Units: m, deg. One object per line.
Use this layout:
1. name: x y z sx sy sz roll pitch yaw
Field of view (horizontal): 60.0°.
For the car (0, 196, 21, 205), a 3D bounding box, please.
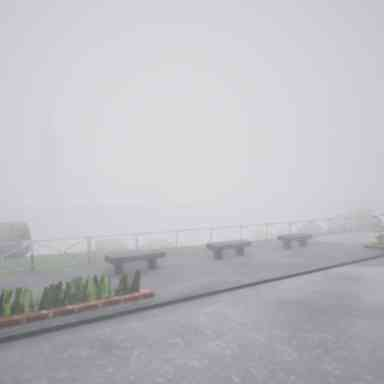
1. car: -32.211 1.497 57.119 5.008 1.535 1.882 0 0 -36
